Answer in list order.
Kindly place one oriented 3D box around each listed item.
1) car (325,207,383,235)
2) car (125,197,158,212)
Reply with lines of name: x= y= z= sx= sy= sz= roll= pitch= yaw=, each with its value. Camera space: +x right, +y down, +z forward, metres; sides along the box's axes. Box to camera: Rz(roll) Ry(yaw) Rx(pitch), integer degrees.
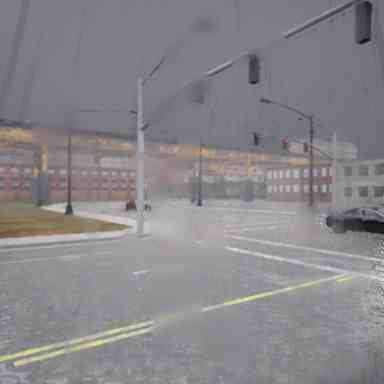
car: x=9.338 y=1.525 z=17.109 sx=2.128 sy=1.511 sz=4.902 roll=0 pitch=0 yaw=-36
car: x=-6.223 y=1.586 z=38.751 sx=1.812 sy=1.442 sz=4.674 roll=0 pitch=0 yaw=-37
